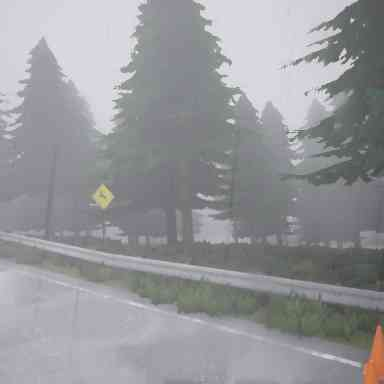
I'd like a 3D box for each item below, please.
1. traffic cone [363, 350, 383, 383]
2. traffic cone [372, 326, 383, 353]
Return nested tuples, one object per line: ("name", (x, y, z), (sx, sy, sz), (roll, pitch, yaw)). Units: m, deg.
("traffic cone", (1.778, 1.956, 3.283), (0.340, 0.580, 0.340), (0, 0, 34))
("traffic cone", (2.323, 1.956, 4.118), (0.340, 0.580, 0.340), (0, 0, 34))
